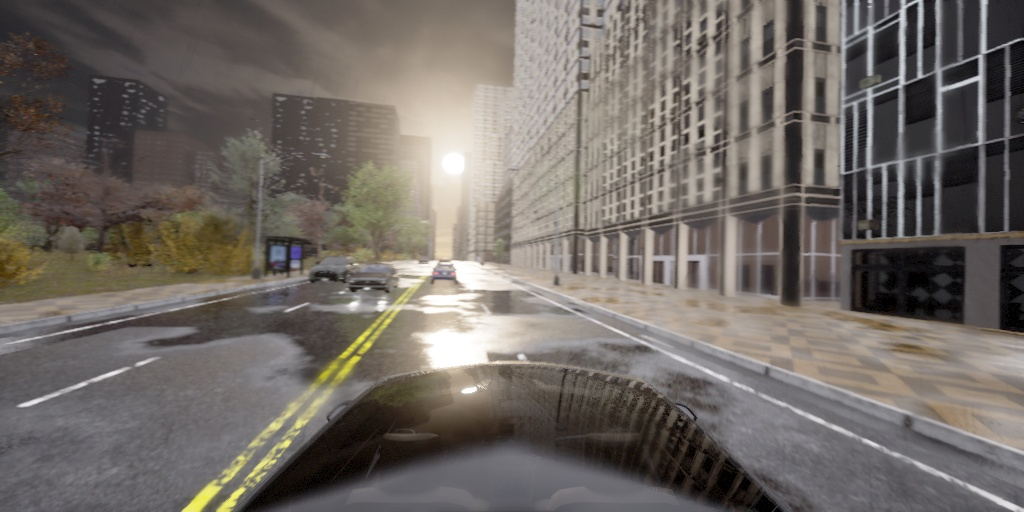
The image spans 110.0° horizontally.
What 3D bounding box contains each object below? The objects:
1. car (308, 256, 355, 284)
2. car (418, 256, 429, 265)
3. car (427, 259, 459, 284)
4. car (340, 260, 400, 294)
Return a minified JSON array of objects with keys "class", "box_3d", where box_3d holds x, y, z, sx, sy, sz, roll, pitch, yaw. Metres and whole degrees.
[{"class":"car","box_3d":[-11.057,0.768,22.682,2.097,1.767,4.553,2,0,-11]},{"class":"car","box_3d":[-14.568,0.707,59.544,2.033,1.411,5.357,2,0,-11]},{"class":"car","box_3d":[-4.832,1.171,25.765,2.033,1.411,5.357,2,0,-11]},{"class":"car","box_3d":[-7.050,1.087,18.888,2.033,1.411,5.357,2,0,-11]}]
